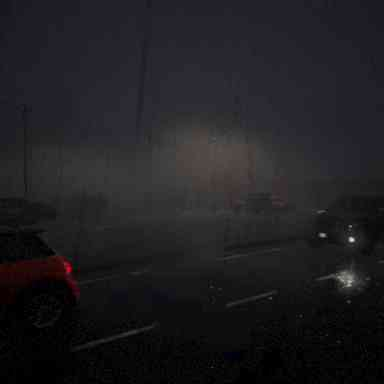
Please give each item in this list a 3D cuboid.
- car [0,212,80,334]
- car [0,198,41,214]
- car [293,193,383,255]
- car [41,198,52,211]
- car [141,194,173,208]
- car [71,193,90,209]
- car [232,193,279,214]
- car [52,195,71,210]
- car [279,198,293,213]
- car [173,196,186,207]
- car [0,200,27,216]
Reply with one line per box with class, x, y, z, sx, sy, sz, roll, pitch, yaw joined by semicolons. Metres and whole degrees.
car;-4.265;1.407;5.192;4.553;1.767;2.097;-1;0;-36
car;-10.074;1.270;18.558;1.905;1.878;3.866;-1;0;-37
car;6.774;1.101;13.149;5.566;2.045;2.150;-1;0;-35
car;-22.892;1.635;49.674;1.970;1.475;3.806;-1;0;-37
car;-4.976;1.145;44.375;1.932;1.855;4.605;-1;0;-37
car;-18.469;1.323;53.068;1.932;1.855;4.605;-1;0;-37
car;5.579;1.022;30.392;1.905;1.878;3.866;-1;0;-37
car;-20.579;1.567;51.414;1.784;1.438;3.905;-1;0;-37
car;7.901;1.224;32.125;1.970;1.475;3.806;-1;0;-37
car;-2.621;1.318;46.067;1.784;1.438;3.905;-1;0;-37
car;-18.415;1.600;34.140;1.970;1.475;3.806;-1;0;-37
